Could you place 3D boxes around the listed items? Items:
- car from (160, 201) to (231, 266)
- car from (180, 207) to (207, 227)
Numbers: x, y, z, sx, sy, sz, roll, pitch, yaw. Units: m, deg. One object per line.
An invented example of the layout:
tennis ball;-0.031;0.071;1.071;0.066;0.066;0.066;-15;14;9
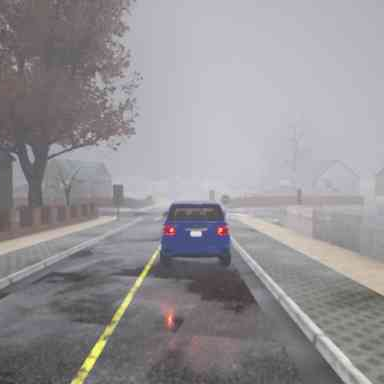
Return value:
car;0.096;1.341;12.103;2.150;2.045;5.566;0;-1;0
car;0.058;1.883;25.861;1.895;1.301;4.718;0;-1;-1
